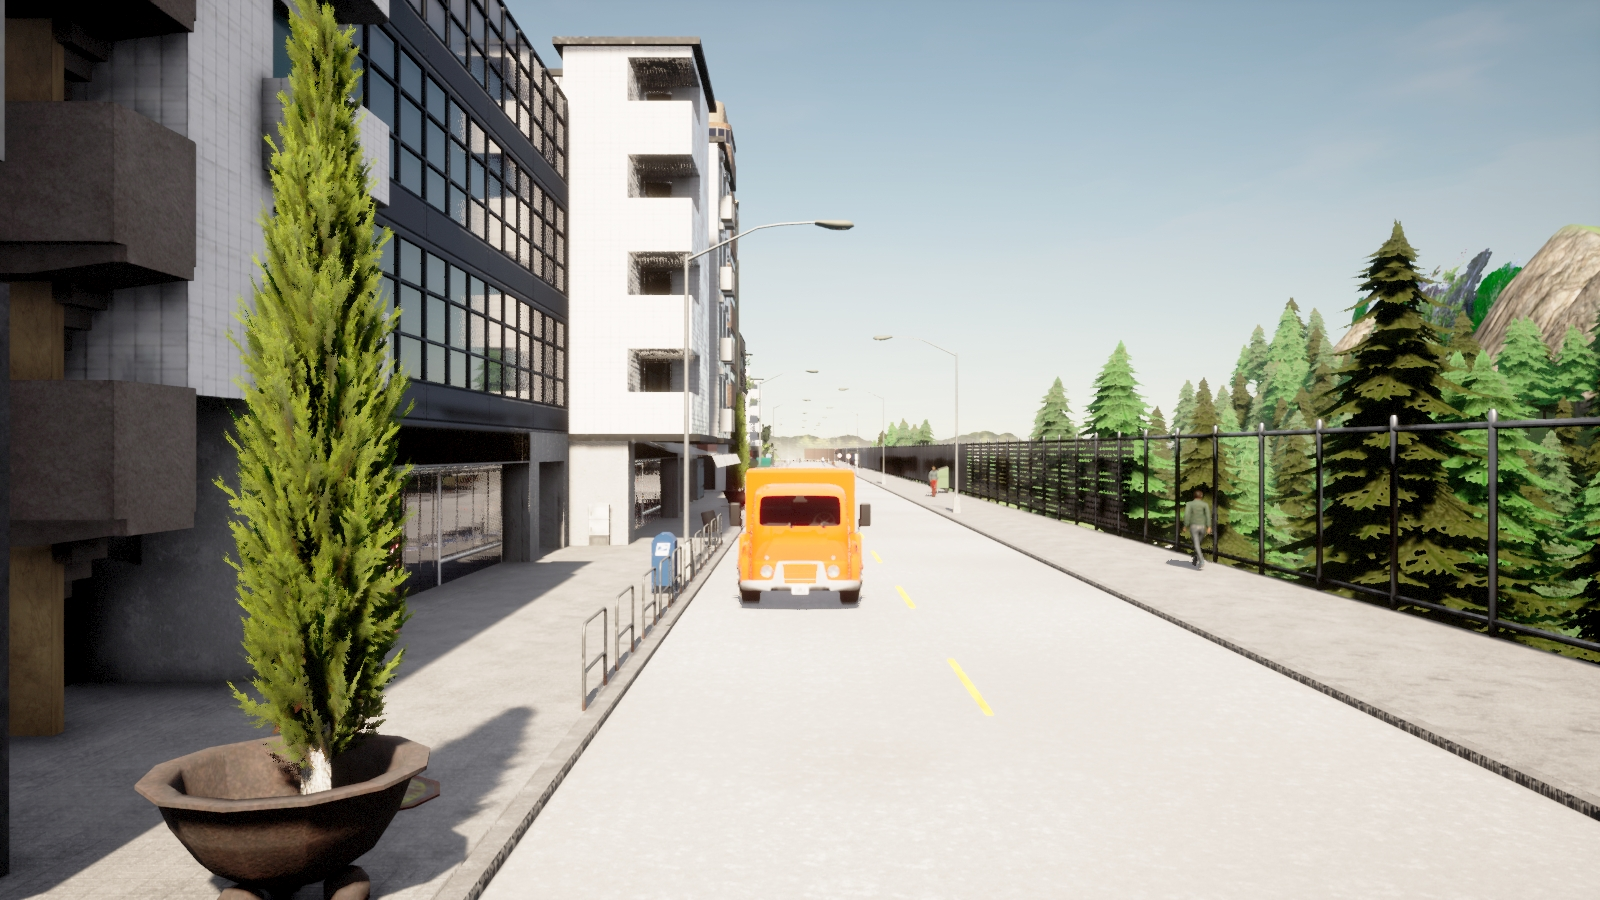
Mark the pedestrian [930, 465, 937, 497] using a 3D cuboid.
[{"bbox_3d":[7.670,1.770,65.555,0.375,1.860,0.375,0,0,0],"label":"pedestrian"}]

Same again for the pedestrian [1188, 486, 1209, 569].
[{"bbox_3d":[9.047,1.755,25.955,0.375,1.860,0.375,0,0,8],"label":"pedestrian"}]

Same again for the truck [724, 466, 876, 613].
[{"bbox_3d":[0.000,1.577,22.321,2.627,2.467,5.204,0,0,0],"label":"truck"}]
